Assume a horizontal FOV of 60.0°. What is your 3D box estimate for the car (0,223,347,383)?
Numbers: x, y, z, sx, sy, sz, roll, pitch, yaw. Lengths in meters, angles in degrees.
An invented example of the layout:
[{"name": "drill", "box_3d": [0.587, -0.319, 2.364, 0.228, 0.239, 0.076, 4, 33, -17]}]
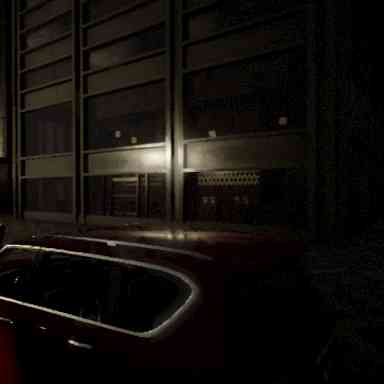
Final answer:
[{"name": "car", "box_3d": [-1.036, 1.293, 3.645, 5.009, 1.841, 2.192, 0, 0, 34]}]
